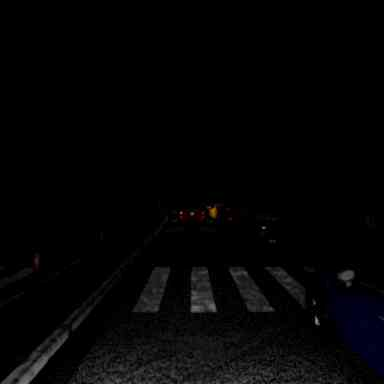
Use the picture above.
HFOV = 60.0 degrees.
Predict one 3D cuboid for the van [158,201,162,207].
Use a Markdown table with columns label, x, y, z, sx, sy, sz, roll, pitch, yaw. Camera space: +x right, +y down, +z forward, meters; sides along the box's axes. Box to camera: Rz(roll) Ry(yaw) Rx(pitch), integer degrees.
| label | x | y | z | sx | sy | sz | roll | pitch | yaw |
| --- | --- | --- | --- | --- | --- | --- | --- | --- | --- |
| van | -7.459 | 3.010 | 91.759 | 1.878 | 1.987 | 4.442 | 0 | -2 | -15 |

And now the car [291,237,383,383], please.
| label | x | y | z | sx | sy | sz | roll | pitch | yaw |
| --- | --- | --- | --- | --- | --- | --- | --- | --- | --- |
| car | 3.001 | 1.389 | 3.962 | 2.185 | 1.767 | 4.553 | 0 | 0 | 0 |

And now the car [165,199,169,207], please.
| label | x | y | z | sx | sy | sz | roll | pitch | yaw |
| --- | --- | --- | --- | --- | --- | --- | --- | --- | --- |
| car | -4.610 | 2.836 | 80.916 | 2.002 | 1.452 | 4.674 | 0 | -2 | -13 |

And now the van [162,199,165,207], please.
| label | x | y | z | sx | sy | sz | roll | pitch | yaw |
| --- | --- | --- | --- | --- | --- | --- | --- | --- | --- |
| van | -5.984 | 2.782 | 86.425 | 1.878 | 1.987 | 4.442 | 0 | -2 | -14 |

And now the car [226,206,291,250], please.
| label | x | y | z | sx | sy | sz | roll | pitch | yaw |
| --- | --- | --- | --- | --- | --- | --- | --- | --- | --- |
| car | 3.020 | 1.593 | 14.902 | 2.231 | 1.521 | 4.892 | 0 | 0 | 0 |

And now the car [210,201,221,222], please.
| label | x | y | z | sx | sy | sz | roll | pitch | yaw |
| --- | --- | --- | --- | --- | --- | --- | --- | --- | --- |
| car | 2.695 | 1.790 | 31.512 | 2.097 | 1.535 | 5.008 | 0 | -1 | -2 |

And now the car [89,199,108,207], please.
| label | x | y | z | sx | sy | sz | roll | pitch | yaw |
| --- | --- | --- | --- | --- | --- | --- | --- | --- | --- |
| car | -21.946 | 2.721 | 82.259 | 5.566 | 2.045 | 2.435 | 0 | -2 | -15 |

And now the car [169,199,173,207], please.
| label | x | y | z | sx | sy | sz | roll | pitch | yaw |
| --- | --- | --- | --- | --- | --- | --- | --- | --- | --- |
| car | -3.349 | 2.652 | 75.522 | 2.002 | 1.452 | 4.674 | 0 | -2 | -12 |

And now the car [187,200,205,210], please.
| label | x | y | z | sx | sy | sz | roll | pitch | yaw |
| --- | --- | --- | --- | --- | --- | --- | --- | --- | --- |
| car | 0.616 | 2.095 | 53.600 | 2.231 | 1.521 | 4.892 | 0 | -1 | -7 |

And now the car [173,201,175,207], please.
| label | x | y | z | sx | sy | sz | roll | pitch | yaw |
| --- | --- | --- | --- | --- | --- | --- | --- | --- | --- |
| car | -1.138 | 1.946 | 42.881 | 1.882 | 1.535 | 5.008 | 0 | -1 | -5 |

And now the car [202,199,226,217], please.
| label | x | y | z | sx | sy | sz | roll | pitch | yaw |
| --- | --- | --- | --- | --- | --- | --- | --- | --- | --- |
| car | 2.355 | 1.739 | 37.027 | 2.185 | 1.767 | 4.553 | 0 | -1 | -3 |

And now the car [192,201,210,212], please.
| label | x | y | z | sx | sy | sz | roll | pitch | yaw |
| --- | --- | --- | --- | --- | --- | --- | --- | --- | --- |
| car | 1.295 | 2.058 | 48.221 | 2.002 | 1.452 | 4.674 | 0 | -1 | -6 |

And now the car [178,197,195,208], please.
| label | x | y | z | sx | sy | sz | roll | pitch | yaw |
| --- | --- | --- | --- | --- | --- | --- | --- | --- | --- |
| car | -1.145 | 2.059 | 64.710 | 2.435 | 2.045 | 5.566 | 0 | -1 | -10 |

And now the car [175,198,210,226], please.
| label | x | y | z | sx | sy | sz | roll | pitch | yaw |
| --- | --- | --- | --- | --- | --- | --- | --- | --- | --- |
| car | -0.048 | 1.587 | 25.739 | 2.097 | 1.767 | 4.553 | 0 | -1 | -2 |

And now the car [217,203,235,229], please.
| label | x | y | z | sx | sy | sz | roll | pitch | yaw |
| --- | --- | --- | --- | --- | --- | --- | --- | --- | --- |
| car | 3.020 | 1.645 | 20.422 | 2.231 | 1.521 | 4.892 | 0 | -1 | 0 |
